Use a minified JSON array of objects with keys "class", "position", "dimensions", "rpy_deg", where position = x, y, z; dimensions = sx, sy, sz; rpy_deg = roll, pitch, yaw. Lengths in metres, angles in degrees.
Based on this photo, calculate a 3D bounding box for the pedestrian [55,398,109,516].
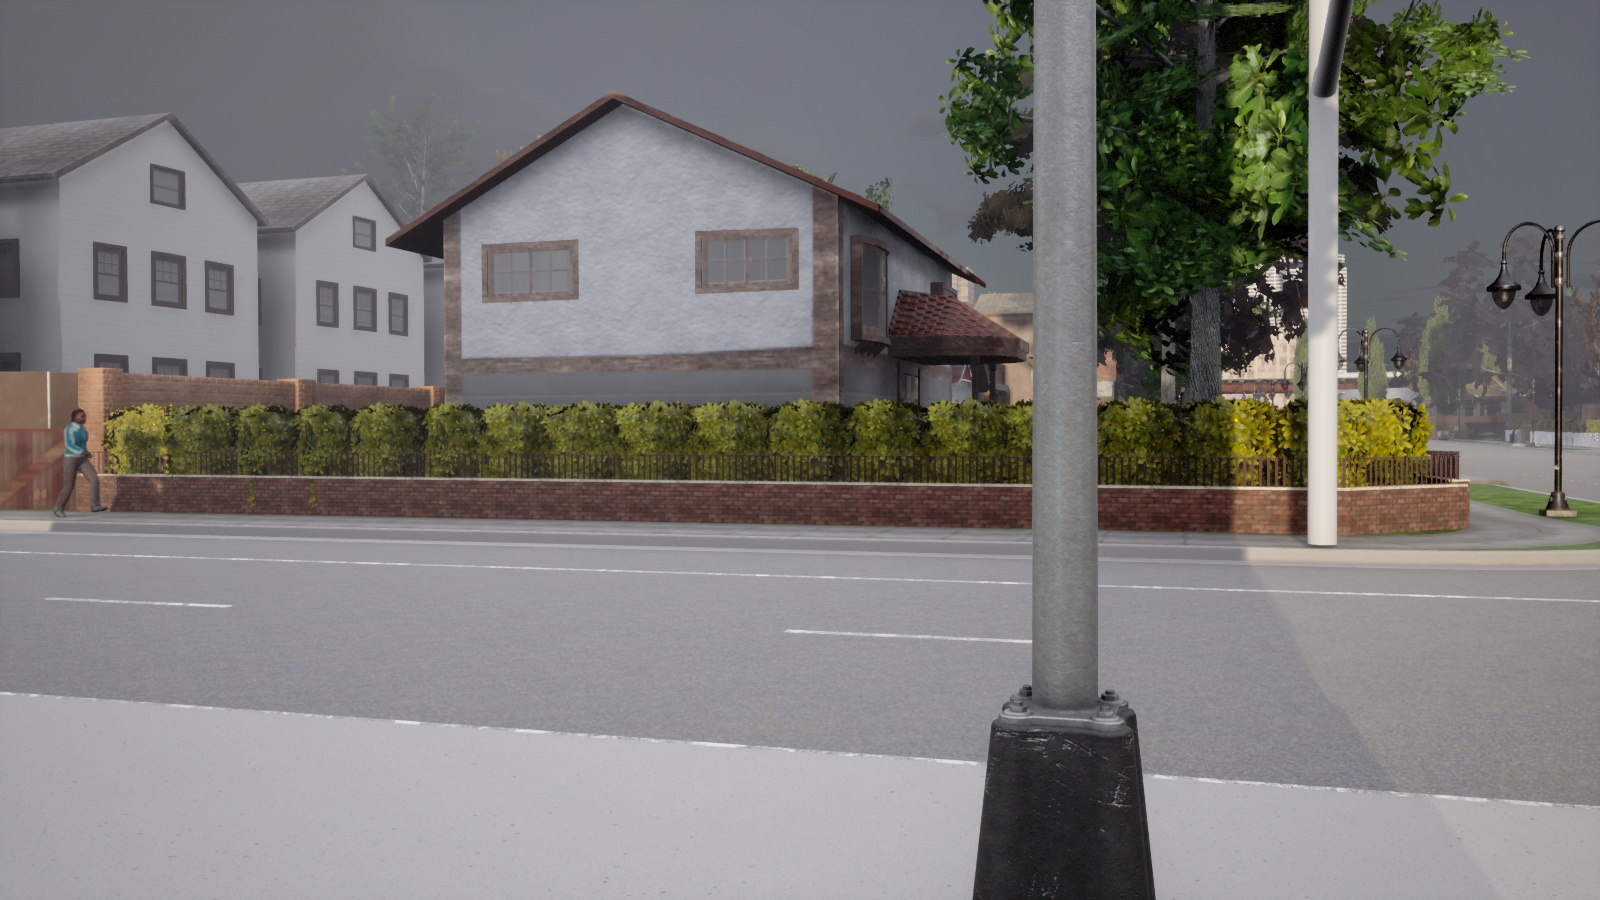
[{"class":"pedestrian","position":[-11.913,0.103,20.830],"dimensions":[0.692,1.930,0.396],"rpy_deg":[0,1,16]}]
